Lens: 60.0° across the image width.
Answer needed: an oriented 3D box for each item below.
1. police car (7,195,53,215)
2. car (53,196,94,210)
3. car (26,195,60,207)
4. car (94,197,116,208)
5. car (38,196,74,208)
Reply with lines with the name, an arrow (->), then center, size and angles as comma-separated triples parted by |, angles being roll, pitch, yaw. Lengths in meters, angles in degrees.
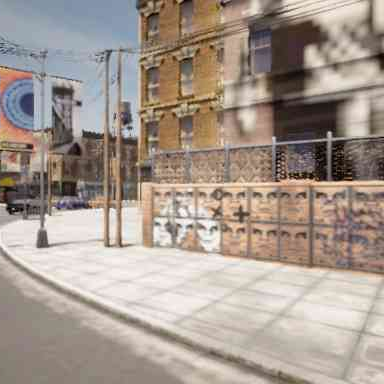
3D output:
police car -> -16.795, 1.396, 34.256 | 1.930, 1.638, 5.238 | 0, 0, 5
car -> -14.999, 1.331, 42.154 | 2.097, 1.767, 4.553 | 0, 0, 21
car -> -23.056, 1.314, 51.654 | 2.097, 1.767, 4.553 | 0, 0, 29
car -> -12.771, 1.444, 46.821 | 1.801, 1.575, 5.366 | 0, 0, 30
car -> -20.228, 1.446, 49.658 | 1.882, 1.535, 5.008 | 0, 0, 29
